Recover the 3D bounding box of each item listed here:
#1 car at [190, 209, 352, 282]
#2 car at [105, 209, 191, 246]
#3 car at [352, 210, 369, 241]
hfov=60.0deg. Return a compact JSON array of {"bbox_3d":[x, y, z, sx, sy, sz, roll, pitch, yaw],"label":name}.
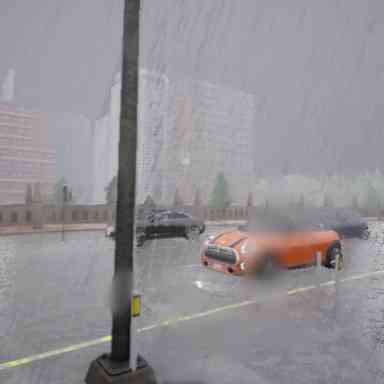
[{"bbox_3d":[2.507,1.447,10.077,4.553,1.767,2.097,2,-1,-35],"label":"car"},{"bbox_3d":[-1.587,1.585,15.755,4.902,1.511,2.128,2,-1,-35],"label":"car"},{"bbox_3d":[7.518,1.718,17.945,4.553,1.767,2.097,2,-1,-35],"label":"car"}]
